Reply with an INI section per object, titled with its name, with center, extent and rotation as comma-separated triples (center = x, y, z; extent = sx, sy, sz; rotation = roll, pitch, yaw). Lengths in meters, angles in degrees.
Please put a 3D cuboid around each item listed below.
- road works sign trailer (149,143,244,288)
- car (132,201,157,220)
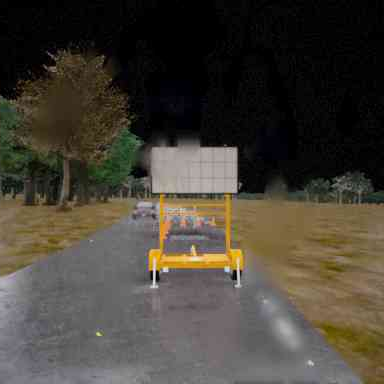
[road works sign trailer]
center = 0.071, 0.464, 9.224
extent = 2.380, 3.560, 2.880
rotation = 0, 0, -2
[car]
center = -3.949, 1.524, 28.138
extent = 1.812, 1.442, 4.674
rotation = 0, 0, -5
